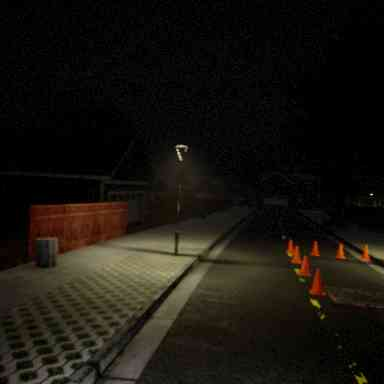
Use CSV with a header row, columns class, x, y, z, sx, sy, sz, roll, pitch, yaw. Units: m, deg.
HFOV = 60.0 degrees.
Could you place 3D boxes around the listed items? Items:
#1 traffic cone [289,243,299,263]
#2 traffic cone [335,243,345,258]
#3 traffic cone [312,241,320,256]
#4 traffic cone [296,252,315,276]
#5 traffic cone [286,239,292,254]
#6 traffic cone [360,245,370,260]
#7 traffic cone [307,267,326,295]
class,x,y,z,sx,sy,sz,roll,pitch,yaw
traffic cone,3.833,2.274,12.177,0.340,0.580,0.340,3,0,10
traffic cone,6.155,2.415,13.784,0.340,0.580,0.340,3,0,11
traffic cone,5.174,2.360,13.963,0.340,0.580,0.340,3,0,10
traffic cone,3.474,2.241,10.209,0.340,0.580,0.340,3,0,10
traffic cone,4.192,2.306,14.143,0.340,0.580,0.340,3,0,10
traffic cone,7.120,2.468,13.614,0.340,0.580,0.340,3,0,12
traffic cone,3.116,2.207,8.243,0.340,0.580,0.340,3,0,10
